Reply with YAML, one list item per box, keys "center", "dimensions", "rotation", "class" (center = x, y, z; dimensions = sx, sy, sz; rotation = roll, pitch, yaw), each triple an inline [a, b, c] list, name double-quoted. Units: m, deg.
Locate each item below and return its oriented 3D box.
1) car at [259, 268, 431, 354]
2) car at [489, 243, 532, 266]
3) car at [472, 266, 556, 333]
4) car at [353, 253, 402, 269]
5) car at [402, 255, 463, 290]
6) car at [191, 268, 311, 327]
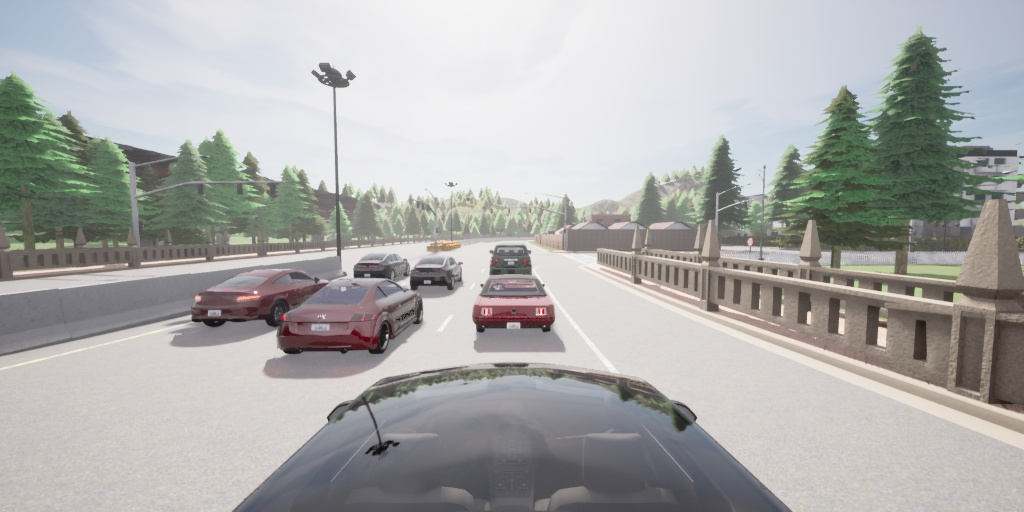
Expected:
- center: [-3.466, 1.197, 8.477]
  dimensions: [1.994, 1.385, 4.181]
  rotation: [0, 2, 0]
  class: "car"
- center: [-0.079, 0.274, 19.890]
  dimensions: [2.150, 2.045, 5.566]
  rotation: [0, 3, -1]
  class: "car"
- center: [0.021, 1.175, 10.179]
  dimensions: [1.895, 1.301, 4.718]
  rotation: [0, 2, -1]
  class: "car"
- center: [-7.081, 0.552, 19.874]
  dimensions: [1.837, 1.490, 4.892]
  rotation: [0, 3, -1]
  class: "car"
- center: [-3.554, 0.703, 17.352]
  dimensions: [1.837, 1.490, 4.892]
  rotation: [0, 3, -1]
  class: "car"
- center: [-6.985, 1.080, 10.681]
  dimensions: [1.812, 1.442, 4.674]
  rotation: [0, 2, -1]
  class: "car"
